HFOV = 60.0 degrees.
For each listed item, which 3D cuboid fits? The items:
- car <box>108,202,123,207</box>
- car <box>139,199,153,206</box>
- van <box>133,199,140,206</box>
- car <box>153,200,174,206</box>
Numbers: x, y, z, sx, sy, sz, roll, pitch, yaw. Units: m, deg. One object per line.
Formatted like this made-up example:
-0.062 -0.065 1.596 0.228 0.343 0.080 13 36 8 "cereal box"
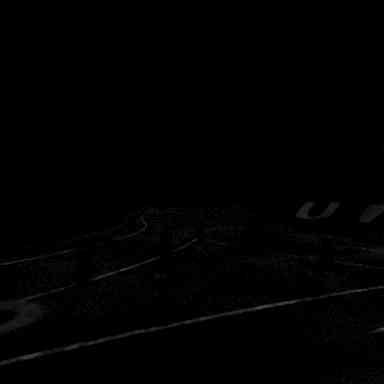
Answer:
-20.201 3.518 90.168 2.002 1.452 4.674 1 -3 -41 "car"
-9.455 2.740 77.614 2.163 1.488 4.792 1 -3 -41 "car"
-13.107 2.746 81.883 1.878 1.987 4.442 1 -3 -41 "van"
-5.872 2.496 73.454 2.002 1.452 4.674 3 -5 -40 "car"
